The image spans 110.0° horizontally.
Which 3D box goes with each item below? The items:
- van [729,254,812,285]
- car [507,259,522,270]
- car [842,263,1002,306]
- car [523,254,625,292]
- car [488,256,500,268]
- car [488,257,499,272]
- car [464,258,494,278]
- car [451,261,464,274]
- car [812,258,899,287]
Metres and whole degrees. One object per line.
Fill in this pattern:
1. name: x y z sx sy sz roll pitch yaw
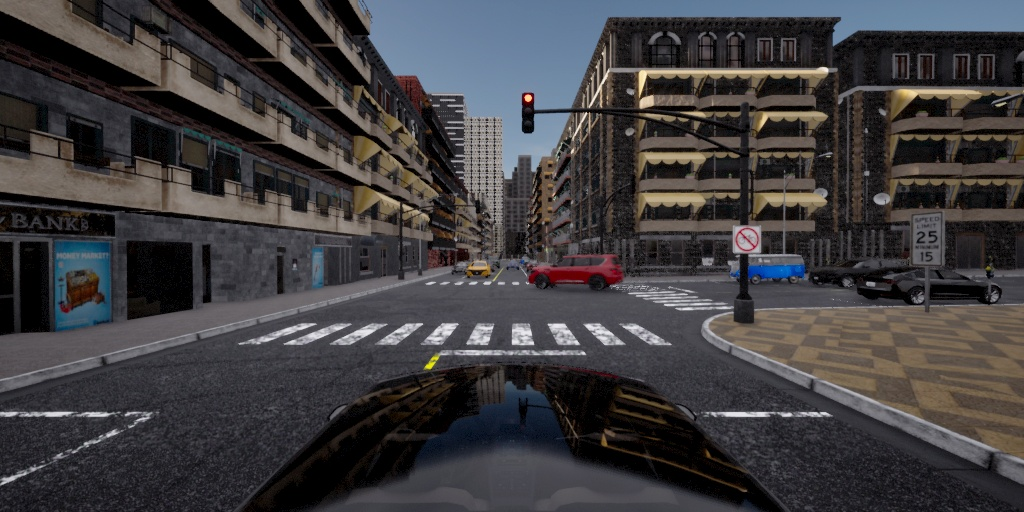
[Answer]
1. van: 15.662 0.782 22.104 3.998 1.789 1.690 0 0 -1
2. car: 0.122 1.311 54.639 2.033 1.411 5.357 0 0 0
3. car: 15.777 1.077 13.725 4.313 1.339 1.948 0 0 -1
4. car: 3.792 0.952 21.373 5.566 2.045 2.150 -1 1 27
5. car: -3.055 0.986 57.820 2.150 2.045 5.566 0 0 1
6. car: -3.080 1.249 44.461 2.128 1.511 4.902 0 0 0
7. car: -3.088 1.230 34.057 1.882 1.535 5.008 0 0 0
8. car: -5.676 1.305 39.997 2.007 1.370 4.403 0 0 0
9. car: 19.055 0.887 19.555 5.008 1.535 1.882 -1 0 -1
